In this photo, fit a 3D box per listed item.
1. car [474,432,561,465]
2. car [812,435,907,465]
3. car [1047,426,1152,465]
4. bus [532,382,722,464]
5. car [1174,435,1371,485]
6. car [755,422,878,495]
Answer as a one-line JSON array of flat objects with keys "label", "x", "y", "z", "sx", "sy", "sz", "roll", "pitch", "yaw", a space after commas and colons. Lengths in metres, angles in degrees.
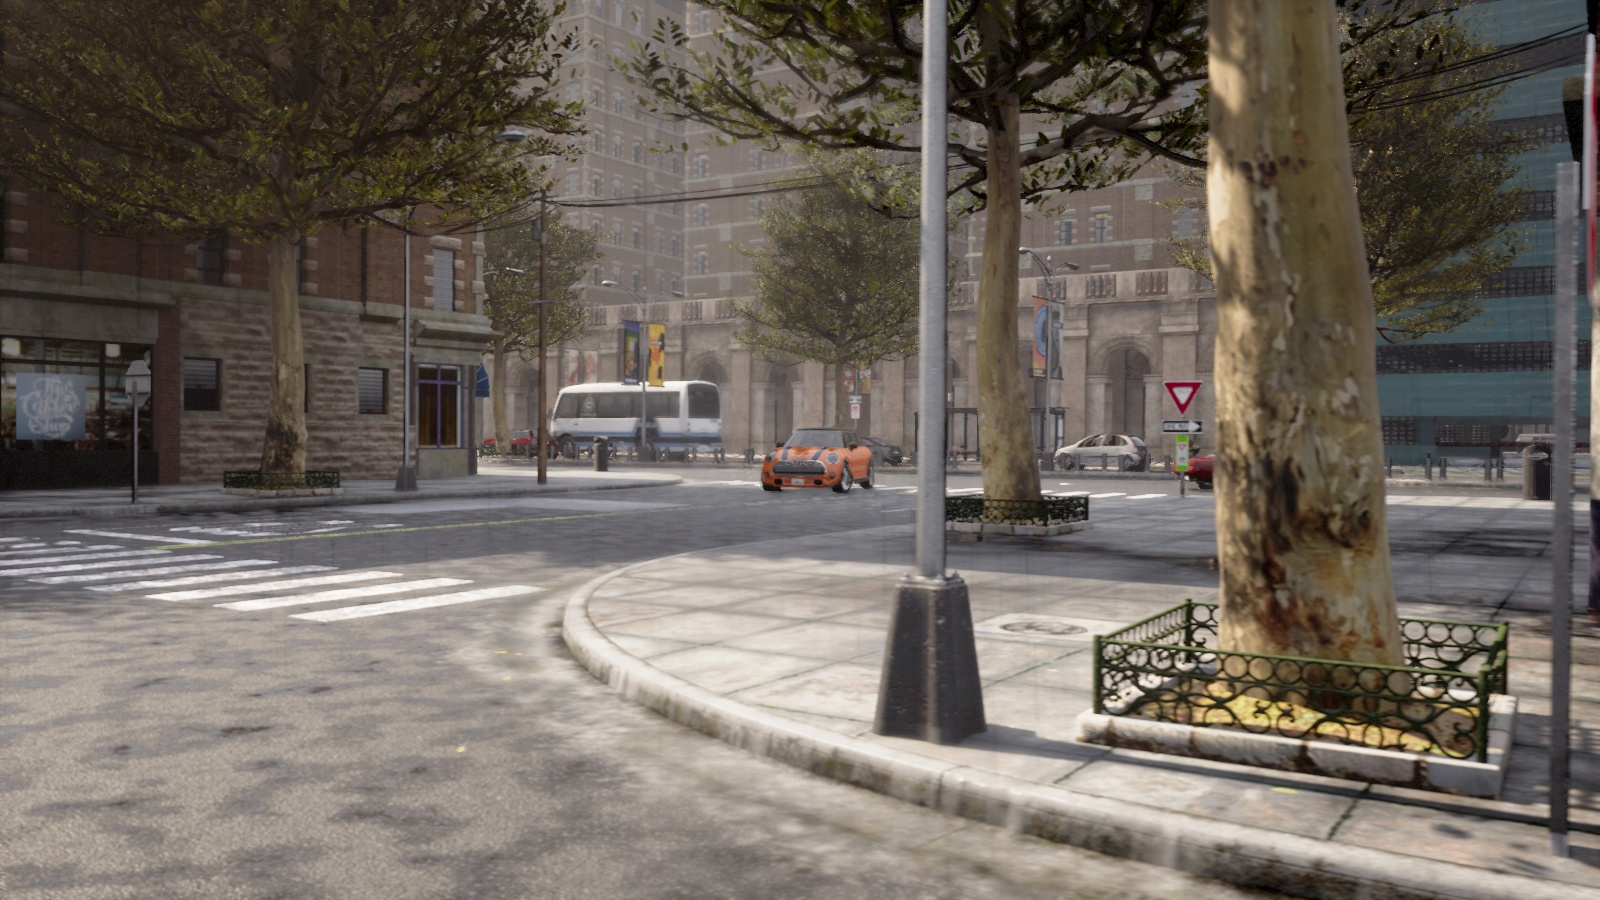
[{"label": "car", "x": -15.537, "y": -0.099, "z": 68.984, "sx": 4.553, "sy": 1.767, "sz": 2.097, "roll": 0, "pitch": 1, "yaw": 33}, {"label": "car", "x": 2.865, "y": 0.004, "z": 61.028, "sx": 4.181, "sy": 1.385, "sz": 1.994, "roll": 0, "pitch": 1, "yaw": 33}, {"label": "car", "x": 12.951, "y": -0.189, "z": 54.360, "sx": 3.988, "sy": 1.617, "sz": 1.851, "roll": 0, "pitch": 1, "yaw": 33}, {"label": "bus", "x": -9.632, "y": -1.402, "z": 69.253, "sx": 10.273, "sy": 4.253, "sz": 3.944, "roll": 0, "pitch": 1, "yaw": 33}, {"label": "car", "x": 12.959, "y": 0.259, "z": 34.610, "sx": 4.718, "sy": 1.301, "sz": 1.895, "roll": -1, "pitch": 1, "yaw": -1}, {"label": "car", "x": 0.530, "y": 0.175, "z": 32.865, "sx": 2.097, "sy": 1.767, "sz": 4.553, "roll": 0, "pitch": 1, "yaw": 16}]
